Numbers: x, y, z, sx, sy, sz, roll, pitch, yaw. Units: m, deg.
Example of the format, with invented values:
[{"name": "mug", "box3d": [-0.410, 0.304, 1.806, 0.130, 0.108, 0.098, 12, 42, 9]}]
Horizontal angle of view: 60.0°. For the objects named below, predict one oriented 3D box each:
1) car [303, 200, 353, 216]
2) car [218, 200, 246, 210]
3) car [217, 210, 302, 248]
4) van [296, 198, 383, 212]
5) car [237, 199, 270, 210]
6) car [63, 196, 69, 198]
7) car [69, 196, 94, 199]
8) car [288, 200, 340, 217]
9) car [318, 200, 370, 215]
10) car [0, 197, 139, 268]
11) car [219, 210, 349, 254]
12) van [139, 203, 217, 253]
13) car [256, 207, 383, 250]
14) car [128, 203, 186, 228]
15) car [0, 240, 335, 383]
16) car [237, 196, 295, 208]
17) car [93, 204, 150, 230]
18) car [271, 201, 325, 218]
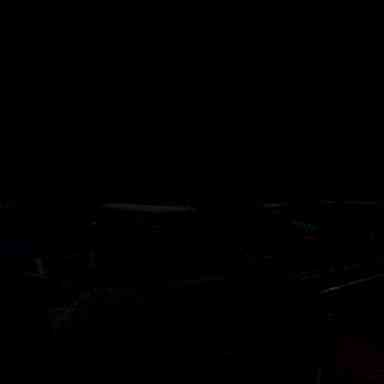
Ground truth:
[{"name": "car", "box3d": [15.321, 1.765, 37.617, 2.163, 1.488, 4.792, 0, 0, -36]}, {"name": "car", "box3d": [1.790, 1.659, 27.907, 2.097, 1.535, 5.008, 0, 0, -36]}, {"name": "car", "box3d": [0.854, 1.579, 11.178, 2.231, 1.521, 4.892, 1, 0, -36]}, {"name": "van", "box3d": [7.637, 1.421, 16.160, 1.878, 1.987, 4.442, 0, 0, -36]}, {"name": "car", "box3d": [4.050, 1.675, 29.522, 2.231, 1.521, 4.892, 0, 0, -36]}, {"name": "car", "box3d": [-9.524, 1.292, 19.865, 2.435, 2.045, 5.566, 1, 0, -36]}, {"name": "car", "box3d": [-7.232, 1.321, 21.433, 2.435, 2.045, 5.566, 1, 0, -36]}, {"name": "car", "box3d": [13.076, 1.724, 35.986, 2.231, 1.521, 4.892, 0, 0, -36]}, {"name": "car", "box3d": [17.704, 1.744, 39.056, 1.946, 1.575, 5.366, 0, 0, -36]}, {"name": "car", "box3d": [-3.686, 1.264, 7.891, 2.435, 2.045, 5.566, 1, -1, -36]}, {"name": "car", "box3d": [3.140, 1.645, 12.800, 2.002, 1.452, 4.674, 1, 0, -36]}, {"name": "van", "box3d": [-1.492, 1.324, 9.637, 1.878, 1.987, 4.442, 1, 0, -36]}, {"name": "car", "box3d": [5.406, 1.659, 14.458, 2.163, 1.488, 4.792, 0, 0, -36]}, {"name": "car", "box3d": [-2.711, 1.655, 24.662, 2.163, 1.488, 4.792, 1, 0, -36]}, {"name": "car", "box3d": [-0.399, 1.540, 3.400, 4.674, 1.442, 1.812, 1, 0, -35]}, {"name": "car", "box3d": [6.322, 1.435, 31.117, 2.435, 2.045, 5.566, 0, 0, -36]}, {"name": "car", "box3d": [-5.010, 1.629, 23.091, 2.163, 1.488, 4.792, 1, 0, -36]}, {"name": "car", "box3d": [10.818, 1.711, 34.371, 2.097, 1.535, 5.008, 0, 0, -36]}]
